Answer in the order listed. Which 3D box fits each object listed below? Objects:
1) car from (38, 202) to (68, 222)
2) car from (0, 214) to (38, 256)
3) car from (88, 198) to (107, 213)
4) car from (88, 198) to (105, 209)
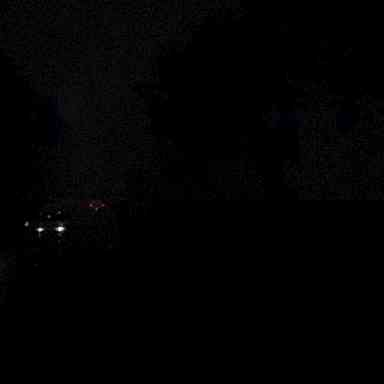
[{"bbox_3d":[-11.445,1.601,27.597,1.812,1.442,4.674,-1,0,-13],"label":"car"},{"bbox_3d":[-8.060,1.610,13.478,2.033,1.411,5.357,-1,0,-13],"label":"car"},{"bbox_3d":[-10.764,1.559,37.657,1.812,1.442,4.674,-1,0,-15],"label":"car"},{"bbox_3d":[-13.723,1.572,47.559,2.033,1.411,5.357,-1,0,-18],"label":"car"}]
